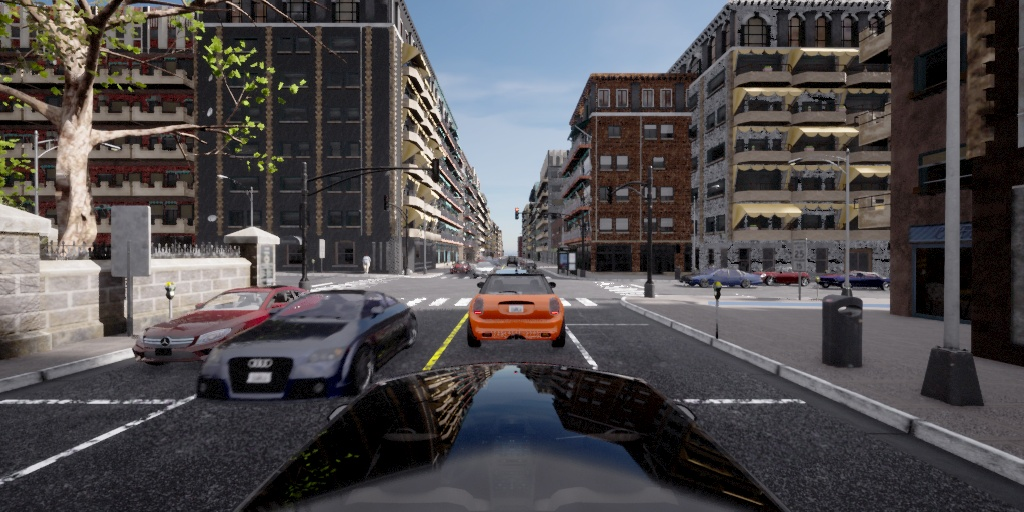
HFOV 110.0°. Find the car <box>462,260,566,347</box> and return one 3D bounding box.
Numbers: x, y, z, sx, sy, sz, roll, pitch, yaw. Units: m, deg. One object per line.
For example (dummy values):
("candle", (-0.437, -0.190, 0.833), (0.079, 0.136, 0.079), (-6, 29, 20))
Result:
("car", (0.118, 1.101, 9.463), (2.097, 1.767, 4.553), (0, 0, 1))

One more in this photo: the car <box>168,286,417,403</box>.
("car", (-3.104, 1.314, 6.401), (1.994, 1.385, 4.181), (0, 0, 0))

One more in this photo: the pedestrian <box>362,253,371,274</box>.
("pedestrian", (-12.748, 0.651, 31.348), (0.375, 1.860, 0.375), (0, -1, -1))

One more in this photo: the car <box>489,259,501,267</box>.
("car", (-3.130, 1.313, 65.389), (1.994, 1.385, 4.181), (0, 0, 0))

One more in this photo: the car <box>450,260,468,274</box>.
("car", (-5.735, 1.187, 40.364), (1.967, 1.591, 4.097), (0, 0, 0))

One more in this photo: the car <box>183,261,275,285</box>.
("car", (-17.673, 1.034, 22.550), (4.181, 1.385, 1.994), (1, 0, -1))

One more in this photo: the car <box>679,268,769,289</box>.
("car", (15.220, 1.584, 26.190), (5.357, 1.411, 2.033), (1, 0, -1))

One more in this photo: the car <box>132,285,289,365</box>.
("car", (-5.696, 1.331, 7.953), (1.802, 1.307, 4.207), (0, 0, 0))

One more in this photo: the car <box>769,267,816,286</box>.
("car", (21.348, 1.571, 28.834), (4.097, 1.591, 1.967), (0, 0, -1))

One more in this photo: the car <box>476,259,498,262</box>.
("car", (-2.540, 1.273, 32.593), (1.812, 1.442, 4.674), (0, 0, -9))

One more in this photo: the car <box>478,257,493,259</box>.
("car", (-3.154, 1.251, 47.467), (1.837, 1.490, 4.892), (0, 0, 0))

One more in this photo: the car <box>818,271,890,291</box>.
("car", (25.253, 1.815, 26.321), (4.718, 1.301, 1.895), (1, 0, -1))

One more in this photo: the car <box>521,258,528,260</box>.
("car", (2.631, 1.298, 51.646), (2.007, 1.370, 4.403), (0, 0, 0))
